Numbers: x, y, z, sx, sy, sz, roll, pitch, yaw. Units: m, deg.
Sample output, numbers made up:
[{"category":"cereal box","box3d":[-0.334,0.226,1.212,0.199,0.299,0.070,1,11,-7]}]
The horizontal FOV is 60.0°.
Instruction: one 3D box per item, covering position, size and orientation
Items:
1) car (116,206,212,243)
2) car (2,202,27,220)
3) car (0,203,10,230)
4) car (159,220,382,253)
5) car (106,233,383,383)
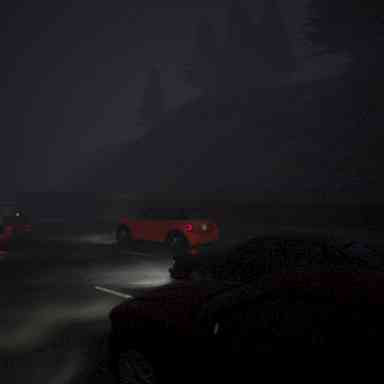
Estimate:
[{"category":"car","box3d":[-1.167,1.363,14.007,4.553,1.767,2.097,0,0,40]},{"category":"car","box3d":[-15.015,1.528,27.409,1.812,1.442,4.674,0,0,-42]},{"category":"car","box3d":[-12.766,1.525,19.905,4.674,1.442,1.812,0,0,45]},{"category":"car","box3d":[2.046,1.557,6.929,5.357,1.411,2.033,0,0,37]},{"category":"car","box3d":[1.275,1.483,3.199,5.008,1.535,1.882,0,0,36]}]
